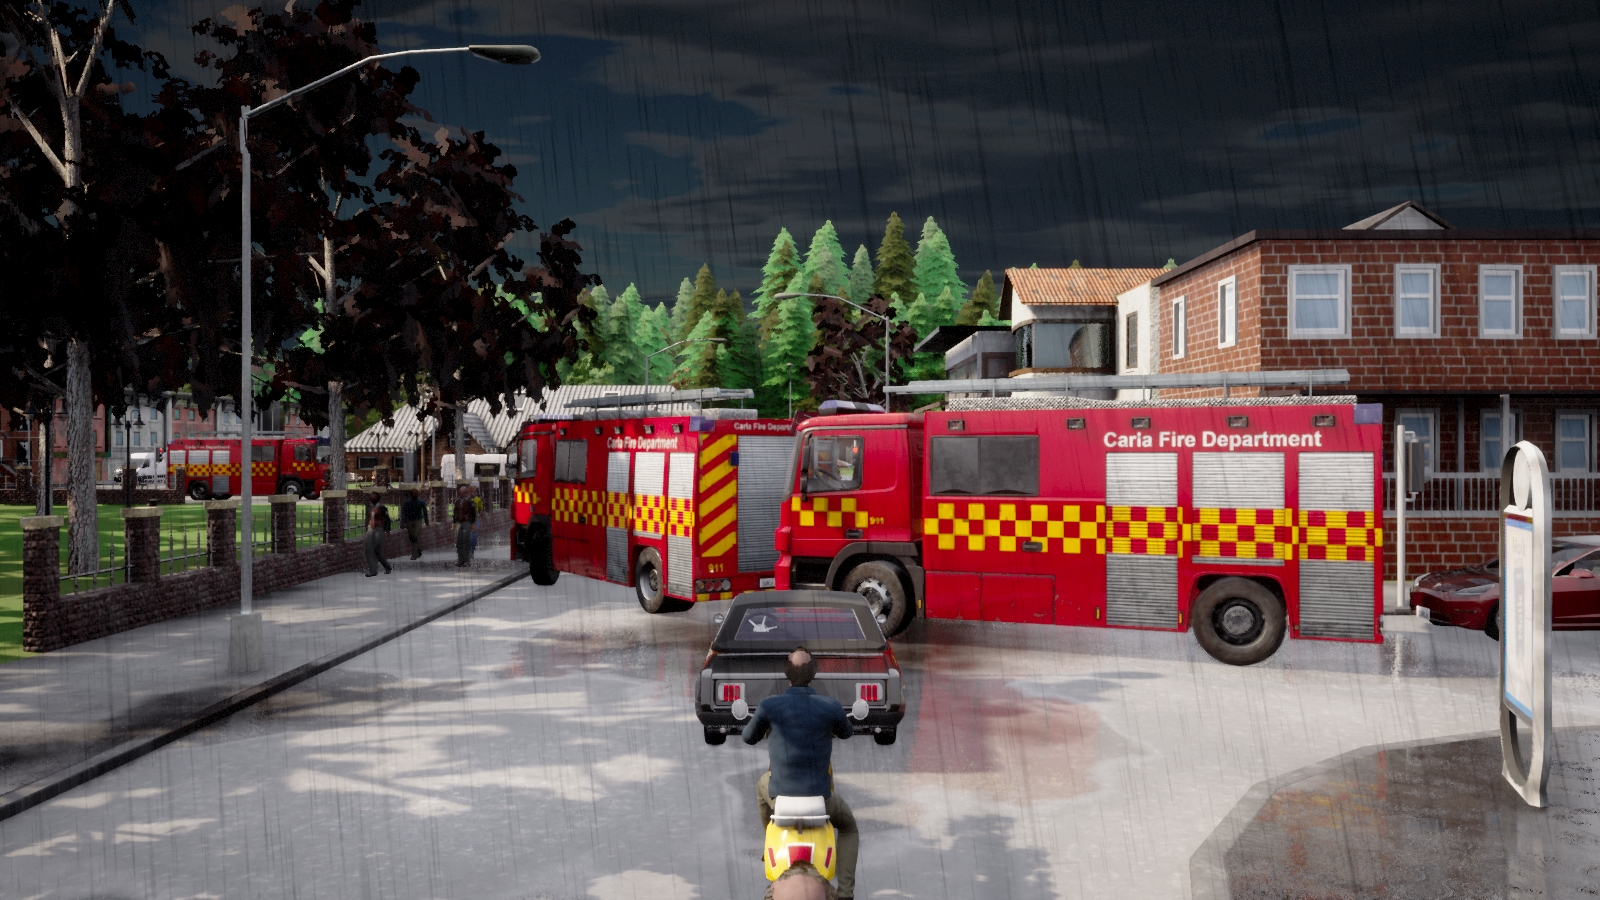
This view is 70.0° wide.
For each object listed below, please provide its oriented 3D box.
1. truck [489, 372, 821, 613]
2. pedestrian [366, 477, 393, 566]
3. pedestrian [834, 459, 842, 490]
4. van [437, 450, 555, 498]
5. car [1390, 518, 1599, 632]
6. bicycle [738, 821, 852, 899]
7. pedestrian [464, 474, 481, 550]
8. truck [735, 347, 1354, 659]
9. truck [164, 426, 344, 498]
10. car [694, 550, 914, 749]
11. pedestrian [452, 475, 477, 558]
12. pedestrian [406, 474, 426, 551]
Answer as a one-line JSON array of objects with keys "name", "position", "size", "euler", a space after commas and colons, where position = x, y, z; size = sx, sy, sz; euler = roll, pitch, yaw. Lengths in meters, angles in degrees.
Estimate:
[{"name": "truck", "position": [-3.232, 0.662, 22.435], "size": [2.891, 3.827, 8.468], "euler": [0, 0, -34]}, {"name": "pedestrian", "position": [-8.925, 1.515, 24.240], "size": [0.375, 1.860, 0.375], "euler": [0, 0, 20]}, {"name": "pedestrian", "position": [2.329, 1.498, 69.297], "size": [0.375, 1.860, 0.375], "euler": [0, 0, 24]}, {"name": "van", "position": [-16.613, 1.289, 62.612], "size": [5.915, 2.561, 1.988], "euler": [0, 0, 0]}, {"name": "car", "position": [11.882, 1.835, 17.293], "size": [4.792, 1.488, 2.163], "euler": [0, 0, 0]}, {"name": "bicycle", "position": [-0.015, 1.938, 3.086], "size": [0.329, 1.271, 1.835], "euler": [0, 0, 0]}, {"name": "pedestrian", "position": [-8.046, 1.514, 28.076], "size": [0.375, 1.860, 0.375], "euler": [0, 0, -22]}, {"name": "truck", "position": [3.480, 0.662, 17.016], "size": [8.468, 3.827, 2.891], "euler": [0, 0, 24]}, {"name": "truck", "position": [-29.853, 0.645, 62.699], "size": [8.468, 3.827, 2.891], "euler": [0, 0, 1]}, {"name": "car", "position": [0.033, 1.930, 12.217], "size": [1.895, 1.301, 4.718], "euler": [0, 0, 0]}, {"name": "pedestrian", "position": [-7.637, 1.514, 26.012], "size": [0.375, 1.860, 0.375], "euler": [0, 0, 21]}, {"name": "pedestrian", "position": [-9.346, 1.513, 27.795], "size": [0.375, 1.860, 0.375], "euler": [0, 0, -1]}]
